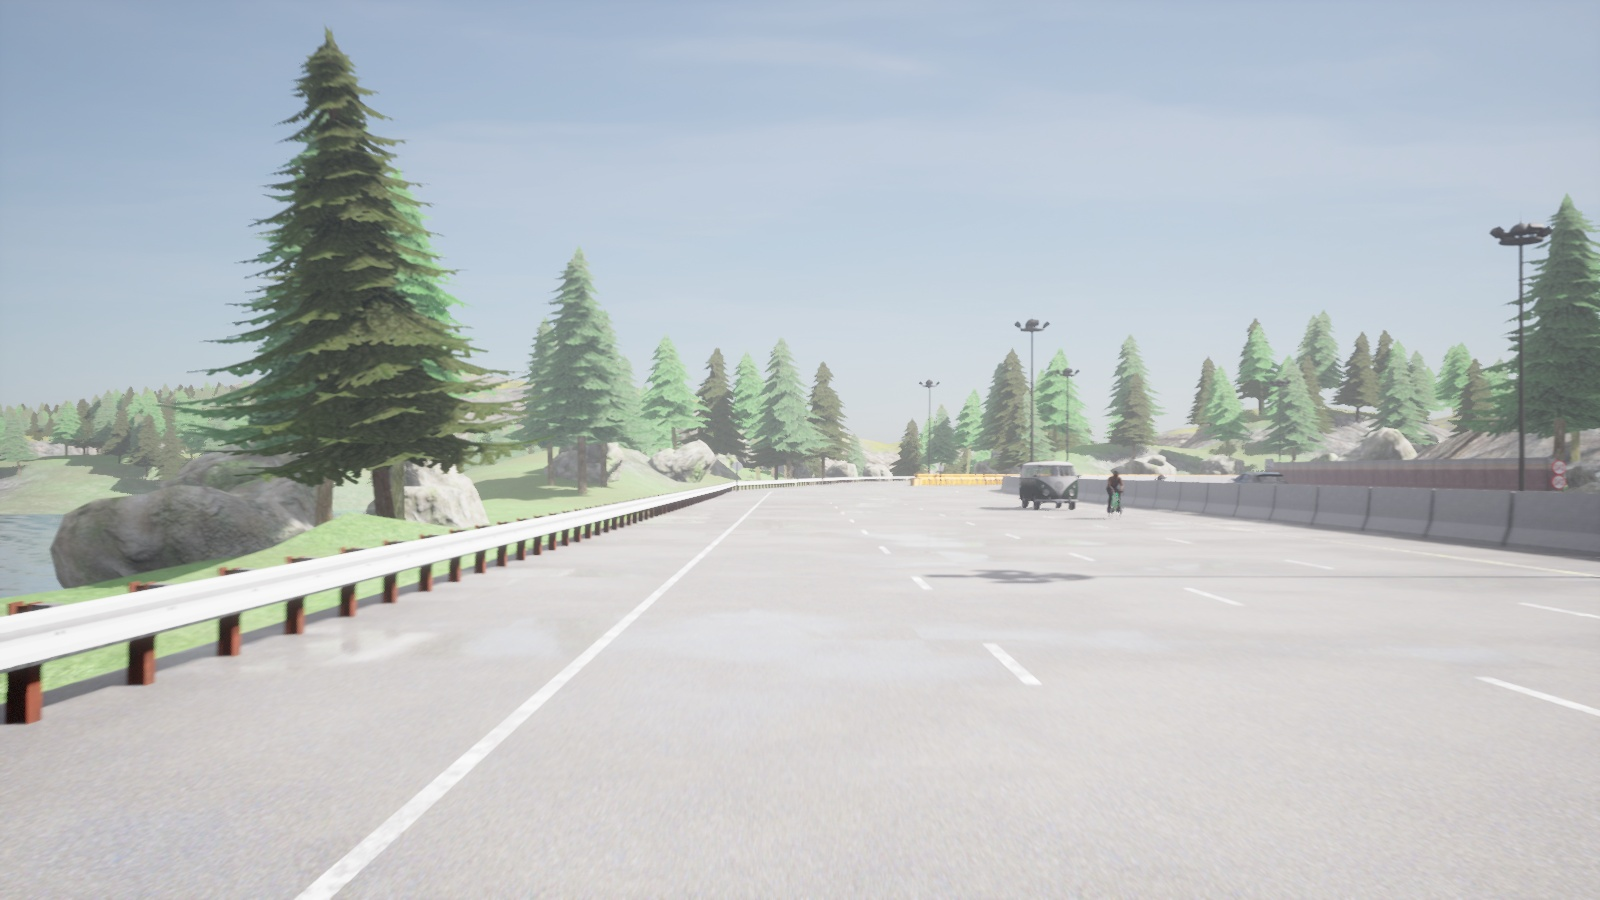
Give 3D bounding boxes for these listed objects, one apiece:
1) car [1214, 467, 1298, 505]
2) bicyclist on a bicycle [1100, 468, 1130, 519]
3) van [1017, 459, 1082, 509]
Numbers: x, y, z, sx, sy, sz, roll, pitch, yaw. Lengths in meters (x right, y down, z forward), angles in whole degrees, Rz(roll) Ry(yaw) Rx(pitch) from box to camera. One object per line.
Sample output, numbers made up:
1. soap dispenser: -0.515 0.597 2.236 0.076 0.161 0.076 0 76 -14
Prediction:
1. car: 20.806 1.621 57.526 2.033 1.649 4.856 0 -1 0
2. bicyclist on a bicycle: 10.389 1.418 41.465 0.582 1.620 1.656 0 -1 0
3. van: 10.332 1.400 52.296 1.775 1.987 4.442 0 -1 0
